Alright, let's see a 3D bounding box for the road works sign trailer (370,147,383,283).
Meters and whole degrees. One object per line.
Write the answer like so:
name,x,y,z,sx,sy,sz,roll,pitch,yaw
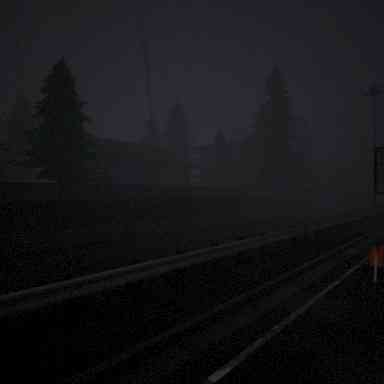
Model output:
road works sign trailer,6.212,0.467,8.780,2.380,3.560,2.880,0,0,38
